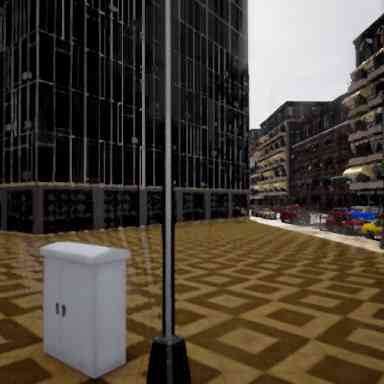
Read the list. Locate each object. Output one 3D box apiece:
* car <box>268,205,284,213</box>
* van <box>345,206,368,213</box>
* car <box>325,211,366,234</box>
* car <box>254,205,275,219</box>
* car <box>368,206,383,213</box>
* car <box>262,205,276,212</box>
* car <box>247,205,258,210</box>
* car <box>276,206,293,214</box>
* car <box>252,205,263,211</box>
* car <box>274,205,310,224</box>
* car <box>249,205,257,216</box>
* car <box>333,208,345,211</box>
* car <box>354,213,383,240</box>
[{"bbox_3d":[17.565,3.508,69.721,1.967,1.590,4.097,-1,-2,-2],"label":"car"},{"bbox_3d":[18.970,2.455,36.550,1.690,1.788,3.998,-1,-2,-2],"label":"van"},{"bbox_3d":[11.568,2.402,25.144,1.802,1.307,4.206,-1,-2,-2],"label":"car"},{"bbox_3d":[10.638,2.966,47.091,1.752,1.417,4.829,-1,-2,-2],"label":"car"},{"bbox_3d":[19.203,2.273,31.022,2.192,1.841,5.009,-1,-2,-2],"label":"car"},{"bbox_3d":[17.333,3.775,75.245,1.887,1.381,4.507,-1,-2,-2],"label":"car"},{"bbox_3d":[16.630,4.276,91.832,2.008,1.369,4.403,-1,-2,-2],"label":"car"},{"bbox_3d":[17.801,3.450,64.188,1.887,1.381,4.507,-1,-2,-2],"label":"car"},{"bbox_3d":[16.865,4.142,86.302,1.802,1.307,4.206,-1,-2,-2],"label":"car"},{"bbox_3d":[11.097,2.447,36.210,2.192,1.841,5.009,-1,-2,-2],"label":"car"},{"bbox_3d":[10.397,3.169,52.789,1.947,1.339,4.313,-1,-2,-2],"label":"car"},{"bbox_3d":[18.737,2.711,42.077,1.967,1.590,4.097,-1,-2,-2],"label":"car"},{"bbox_3d":[11.809,2.188,19.447,1.752,1.417,4.829,0,-2,-2],"label":"car"}]
